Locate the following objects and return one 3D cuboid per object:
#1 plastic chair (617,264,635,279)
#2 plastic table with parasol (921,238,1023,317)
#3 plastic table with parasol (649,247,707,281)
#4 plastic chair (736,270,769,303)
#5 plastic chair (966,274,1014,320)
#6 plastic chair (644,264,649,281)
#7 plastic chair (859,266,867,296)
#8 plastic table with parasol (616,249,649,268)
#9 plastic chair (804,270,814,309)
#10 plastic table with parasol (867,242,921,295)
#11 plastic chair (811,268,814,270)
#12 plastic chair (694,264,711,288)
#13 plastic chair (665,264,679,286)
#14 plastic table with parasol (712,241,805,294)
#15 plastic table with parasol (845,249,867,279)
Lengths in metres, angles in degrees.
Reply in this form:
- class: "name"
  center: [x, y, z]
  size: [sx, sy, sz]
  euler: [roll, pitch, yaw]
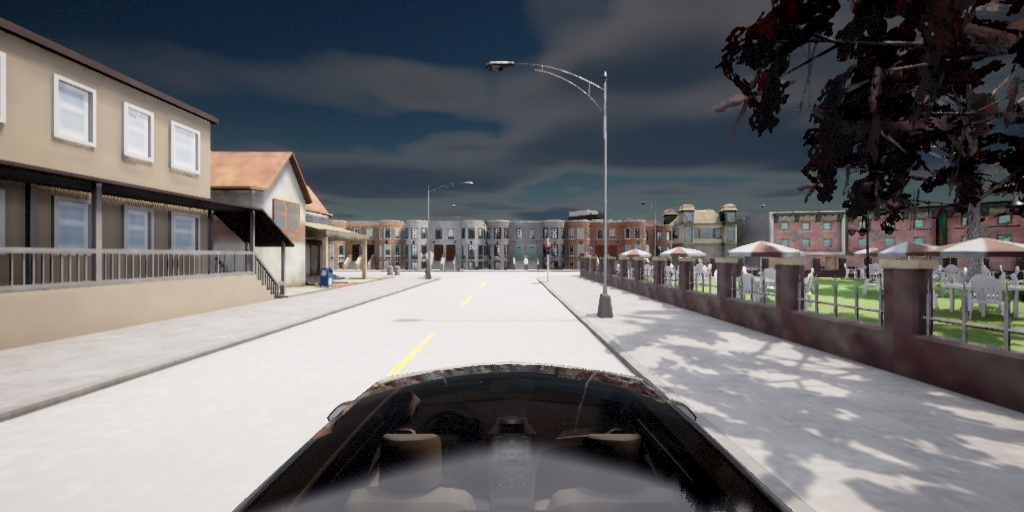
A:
- class: "plastic chair"
  center: [8.710, 1.308, 27.158]
  size: [0.730, 1.272, 0.750]
  euler: [0, 0, -35]
- class: "plastic table with parasol"
  center: [15.292, 0.663, 11.649]
  size: [2.482, 2.480, 2.482]
  euler: [0, 0, -40]
- class: "plastic table with parasol"
  center: [10.683, 0.673, 22.830]
  size: [2.482, 2.480, 2.482]
  euler: [0, 0, -40]
- class: "plastic chair"
  center: [8.999, 1.284, 13.488]
  size: [0.730, 1.272, 0.750]
  euler: [0, 0, -35]
- class: "plastic chair"
  center: [14.318, 1.274, 10.747]
  size: [0.730, 1.272, 0.750]
  euler: [0, 0, -35]
- class: "plastic chair"
  center: [10.416, 1.307, 27.061]
  size: [0.750, 1.272, 0.730]
  euler: [0, 0, -40]
- class: "plastic chair"
  center: [17.189, 1.263, 17.077]
  size: [0.750, 1.272, 0.730]
  euler: [0, 0, -41]
- class: "plastic table with parasol"
  center: [9.683, 0.704, 28.060]
  size: [2.482, 2.480, 2.482]
  euler: [0, 0, -40]
- class: "plastic chair"
  center: [10.705, 1.279, 13.391]
  size: [0.750, 1.272, 0.730]
  euler: [0, 0, -40]
- class: "plastic table with parasol"
  center: [17.937, 0.589, 16.069]
  size: [2.482, 2.480, 2.482]
  euler: [0, 0, -39]
- class: "plastic chair"
  center: [15.426, 1.262, 18.881]
  size: [0.750, 1.272, 0.730]
  euler: [0, 0, -40]
- class: "plastic chair"
  center: [11.415, 1.271, 21.831]
  size: [0.750, 1.272, 0.730]
  euler: [0, 0, -40]
- class: "plastic chair"
  center: [9.710, 1.277, 21.928]
  size: [0.730, 1.272, 0.750]
  euler: [0, 0, -35]
- class: "plastic table with parasol"
  center: [9.972, 0.653, 14.388]
  size: [2.482, 2.480, 2.482]
  euler: [0, 0, -40]
- class: "plastic table with parasol"
  center: [28.263, 0.598, 28.103]
  size: [2.482, 2.480, 2.482]
  euler: [0, 0, -38]
